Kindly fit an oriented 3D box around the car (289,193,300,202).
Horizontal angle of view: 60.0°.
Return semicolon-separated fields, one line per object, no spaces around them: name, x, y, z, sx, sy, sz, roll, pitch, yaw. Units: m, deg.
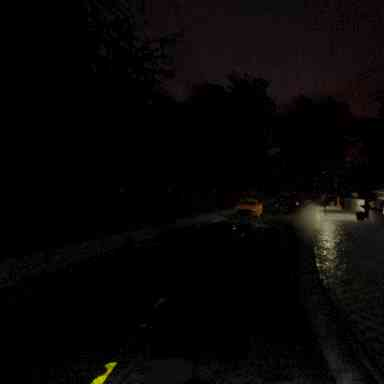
car;21.009;1.109;68.084;2.097;1.767;4.553;1;0;19

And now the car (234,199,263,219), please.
car;4.835;1.353;28.154;1.882;1.535;5.008;1;0;19

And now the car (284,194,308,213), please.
car;11.207;1.223;35.255;2.097;1.767;4.553;-2;0;19

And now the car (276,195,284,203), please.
car;18.039;1.372;67.152;1.812;1.442;4.674;1;0;19
